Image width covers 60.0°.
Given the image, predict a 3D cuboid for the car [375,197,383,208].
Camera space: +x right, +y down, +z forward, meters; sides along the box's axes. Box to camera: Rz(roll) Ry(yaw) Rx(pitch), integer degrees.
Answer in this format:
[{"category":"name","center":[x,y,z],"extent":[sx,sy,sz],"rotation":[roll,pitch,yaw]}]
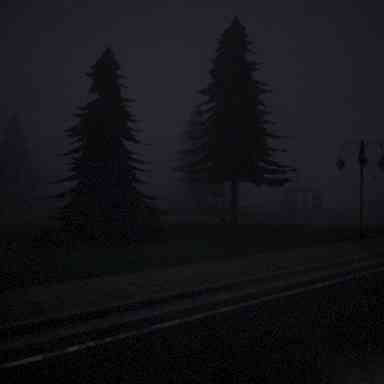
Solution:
[{"category":"car","center":[32.019,1.927,52.878],"extent":[1.970,1.475,3.806],"rotation":[1,0,-36]}]

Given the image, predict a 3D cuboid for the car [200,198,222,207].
[{"category":"car","center":[3.180,1.829,57.624],"extent":[1.882,1.535,5.008],"rotation":[1,-1,-36]}]

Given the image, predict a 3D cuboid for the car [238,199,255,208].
[{"category":"car","center":[8.603,1.909,56.134],"extent":[1.812,1.442,4.674],"rotation":[1,0,-36]}]

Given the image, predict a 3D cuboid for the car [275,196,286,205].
[{"category":"car","center":[18.775,1.855,66.295],"extent":[2.007,1.523,4.514],"rotation":[1,0,-36]}]

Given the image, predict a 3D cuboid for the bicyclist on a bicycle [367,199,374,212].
[{"category":"bicyclist on a bicycle","center":[23.048,1.722,42.902],"extent":[1.656,1.620,0.582],"rotation":[0,0,-36]}]

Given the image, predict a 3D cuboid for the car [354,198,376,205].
[{"category":"car","center":[35.398,1.975,68.792],"extent":[1.845,1.501,3.633],"rotation":[1,0,-36]}]

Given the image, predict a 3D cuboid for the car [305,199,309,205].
[{"category":"car","center":[21.298,1.875,68.159],"extent":[2.152,1.636,5.027],"rotation":[1,0,-36]}]
